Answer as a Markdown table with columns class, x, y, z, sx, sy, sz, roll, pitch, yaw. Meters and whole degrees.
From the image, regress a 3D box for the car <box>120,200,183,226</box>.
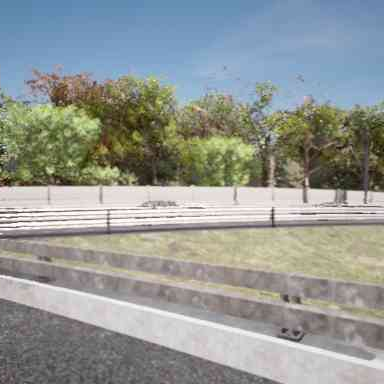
| class | x | y | z | sx | sy | sz | roll | pitch | yaw |
| --- | --- | --- | --- | --- | --- | --- | --- | --- | --- |
| car | -3.003 | 1.395 | 24.424 | 4.553 | 1.767 | 2.097 | 0 | 0 | -19 |

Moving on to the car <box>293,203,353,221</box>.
| class | x | y | z | sx | sy | sz | roll | pitch | yaw |
| --- | --- | --- | --- | --- | --- | --- | --- | --- | --- |
| car | 11.667 | 1.688 | 29.454 | 5.357 | 1.411 | 2.033 | 1 | -1 | -18 |
